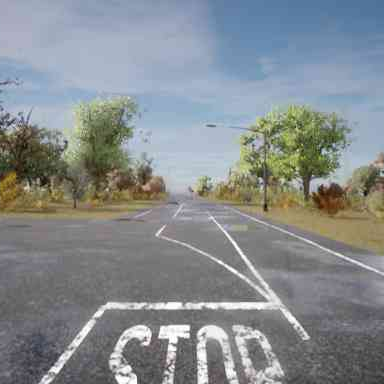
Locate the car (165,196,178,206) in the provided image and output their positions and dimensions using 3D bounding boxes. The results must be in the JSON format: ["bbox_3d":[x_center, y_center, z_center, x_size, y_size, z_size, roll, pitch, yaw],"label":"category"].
[{"bbox_3d":[-3.543,1.493,57.459,2.097,1.767,4.553,0,0,-1],"label":"car"}]
